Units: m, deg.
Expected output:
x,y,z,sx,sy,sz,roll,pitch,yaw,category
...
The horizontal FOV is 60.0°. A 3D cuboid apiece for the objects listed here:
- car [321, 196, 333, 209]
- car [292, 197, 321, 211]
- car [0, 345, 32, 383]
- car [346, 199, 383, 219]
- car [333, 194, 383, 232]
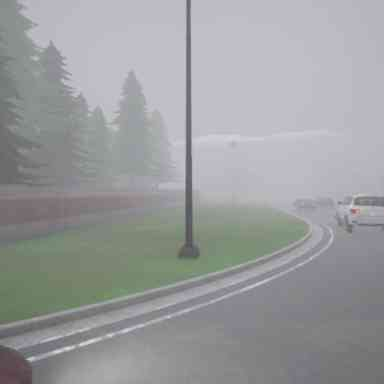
x,y,z,sx,sy,sz,roll,pitch,yaw,category
17.141,1.352,43.375,1.837,1.490,4.892,0,0,8,car
13.026,1.418,38.869,2.033,1.411,5.357,0,0,7,car
-3.297,1.534,1.562,4.674,1.442,1.812,0,0,-33,car
15.118,1.413,28.946,1.812,1.442,4.674,0,0,9,car
9.886,1.146,19.367,2.150,2.045,5.566,0,0,16,car
